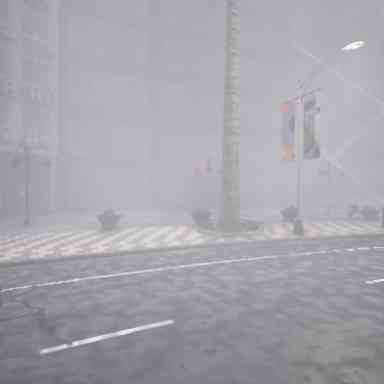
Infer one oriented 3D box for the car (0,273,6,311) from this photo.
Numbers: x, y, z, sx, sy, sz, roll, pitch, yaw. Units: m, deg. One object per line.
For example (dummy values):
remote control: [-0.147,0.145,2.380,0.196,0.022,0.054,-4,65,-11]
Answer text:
car: [-5.133,1.471,4.382,4.674,1.442,1.812,0,0,-36]
